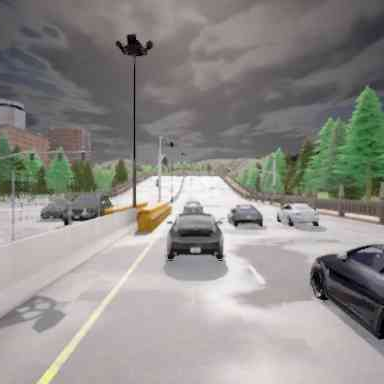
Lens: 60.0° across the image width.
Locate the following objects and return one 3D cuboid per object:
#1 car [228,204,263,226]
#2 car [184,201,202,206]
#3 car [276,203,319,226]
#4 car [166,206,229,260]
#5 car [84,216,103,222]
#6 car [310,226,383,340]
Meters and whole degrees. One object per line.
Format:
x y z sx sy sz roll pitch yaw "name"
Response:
3.606 1.528 23.002 1.994 1.385 4.181 0 0 0 "car"
0.100 1.502 28.574 2.033 1.411 5.357 0 0 0 "car"
7.106 1.490 22.643 1.812 1.442 4.674 0 0 0 "car"
0.103 1.485 12.299 1.837 1.490 4.892 0 0 0 "car"
-7.076 1.184 23.252 2.150 2.045 5.566 0 0 0 "car"
3.601 1.555 5.693 1.994 1.385 4.181 0 0 0 "car"
